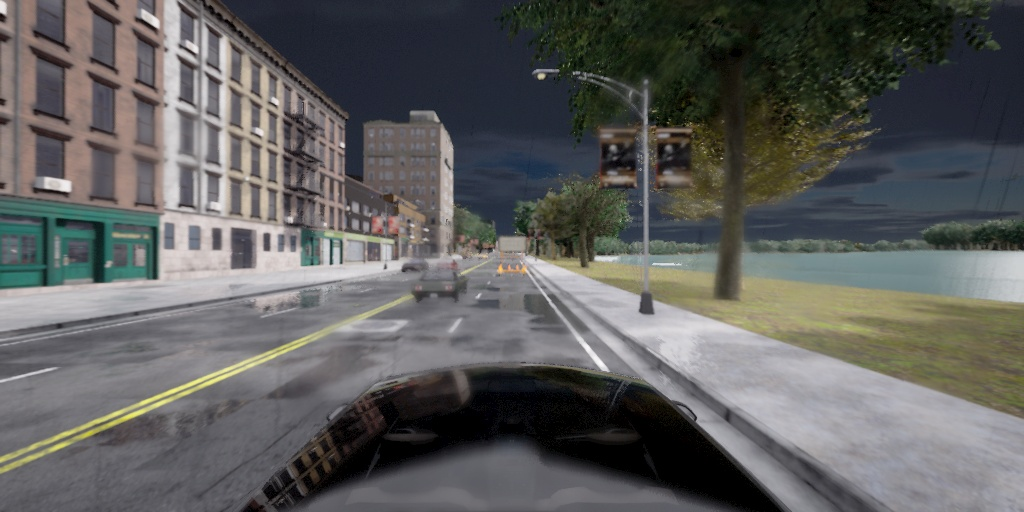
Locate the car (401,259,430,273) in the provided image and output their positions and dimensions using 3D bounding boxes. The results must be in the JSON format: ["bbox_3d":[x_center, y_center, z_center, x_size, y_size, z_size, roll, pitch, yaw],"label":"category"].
[{"bbox_3d":[-9.818,0.985,36.935,2.033,1.411,5.357,0,1,0],"label":"car"}]

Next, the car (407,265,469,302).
[{"bbox_3d":[-3.138,1.302,16.656,1.895,1.301,4.718,0,0,0],"label":"car"}]

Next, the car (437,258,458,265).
[{"bbox_3d":[-6.561,0.970,36.501,1.812,1.442,4.674,0,1,0],"label":"car"}]

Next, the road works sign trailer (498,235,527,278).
[{"bbox_3d":[0.023,-0.008,31.300,2.380,3.560,2.880,0,0,0],"label":"road works sign trailer"}]
